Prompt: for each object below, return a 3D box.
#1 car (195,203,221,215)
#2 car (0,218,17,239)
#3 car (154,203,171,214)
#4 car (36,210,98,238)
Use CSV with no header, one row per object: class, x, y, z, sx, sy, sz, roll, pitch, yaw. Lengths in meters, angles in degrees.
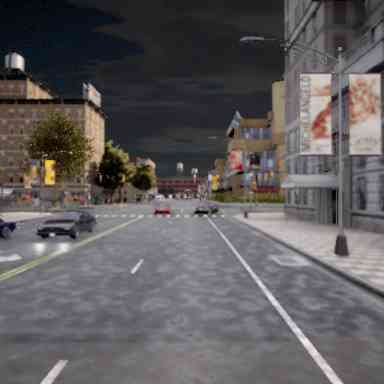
car,2.098,2.076,42.046,1.994,1.385,4.181,0,-1,30
car,-10.601,1.796,16.110,1.895,1.301,4.718,0,-1,0
car,-3.714,2.080,42.505,1.994,1.385,4.181,0,-1,-2
car,-7.001,1.783,19.310,2.033,1.411,5.357,0,-1,0
